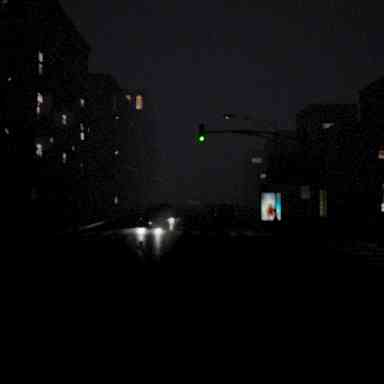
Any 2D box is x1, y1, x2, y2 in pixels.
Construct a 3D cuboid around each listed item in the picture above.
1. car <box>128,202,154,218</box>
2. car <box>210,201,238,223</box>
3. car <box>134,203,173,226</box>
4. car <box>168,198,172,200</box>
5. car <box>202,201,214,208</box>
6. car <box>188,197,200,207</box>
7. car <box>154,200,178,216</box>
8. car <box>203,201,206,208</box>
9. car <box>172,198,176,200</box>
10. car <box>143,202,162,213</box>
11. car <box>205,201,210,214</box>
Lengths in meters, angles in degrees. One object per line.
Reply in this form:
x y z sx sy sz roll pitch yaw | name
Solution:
-5.499 1.984 34.685 2.008 1.369 4.403 -1 -1 0 | car
2.850 1.791 28.957 1.967 1.590 4.097 -1 -1 0 | car
-2.947 1.872 26.359 2.033 1.411 5.357 0 -1 0 | car
-5.347 2.326 62.995 1.752 1.417 4.829 -1 -1 0 | car
3.035 2.344 63.133 2.008 1.369 4.403 -1 -1 0 | car
0.460 2.078 67.681 2.150 2.045 5.566 0 -1 0 | car
-2.892 1.934 36.689 1.882 1.535 5.008 0 0 0 | car
2.942 2.120 46.045 2.008 1.369 4.403 -1 -1 0 | car
-5.286 2.396 74.558 1.967 1.590 4.097 -1 -1 0 | car
-5.438 2.130 46.077 2.008 1.369 4.403 -1 -1 0 | car
2.912 2.078 40.348 1.802 1.307 4.206 -1 -1 0 | car
